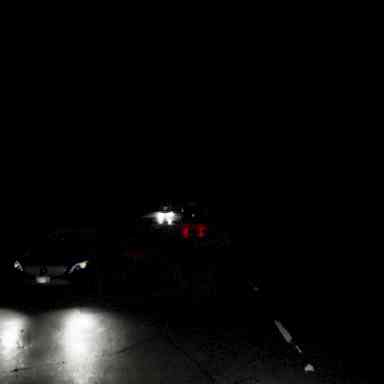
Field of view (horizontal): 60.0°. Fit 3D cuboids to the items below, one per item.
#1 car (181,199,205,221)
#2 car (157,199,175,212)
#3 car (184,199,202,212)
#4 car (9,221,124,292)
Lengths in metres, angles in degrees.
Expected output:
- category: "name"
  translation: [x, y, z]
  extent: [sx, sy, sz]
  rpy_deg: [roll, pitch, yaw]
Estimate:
- category: "car"
  translation: [0.094, 1.612, 28.289]
  extent: [2.128, 1.511, 4.902]
  rpy_deg: [0, 0, 0]
- category: "car"
  translation: [-3.099, 1.652, 40.641]
  extent: [2.128, 1.511, 4.902]
  rpy_deg: [0, 0, 0]
- category: "car"
  translation: [0.090, 1.660, 42.717]
  extent: [2.128, 1.511, 4.902]
  rpy_deg: [0, 0, 0]
- category: "car"
  translation: [-3.078, 1.564, 9.168]
  extent: [1.812, 1.442, 4.674]
  rpy_deg: [0, -1, 0]
